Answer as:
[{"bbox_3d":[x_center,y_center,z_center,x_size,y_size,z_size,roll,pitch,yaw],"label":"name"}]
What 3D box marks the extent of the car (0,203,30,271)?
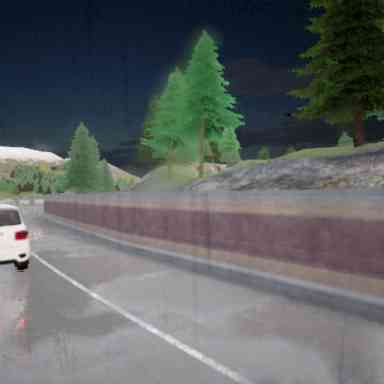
[{"bbox_3d":[-6.783,1.362,10.806,2.150,2.045,5.566,0,0,-35],"label":"car"}]
